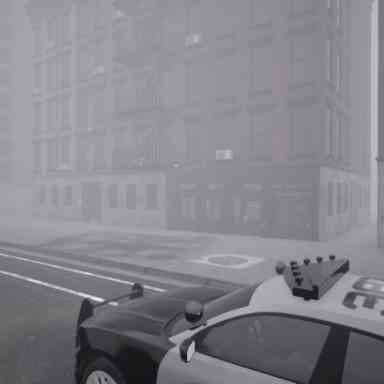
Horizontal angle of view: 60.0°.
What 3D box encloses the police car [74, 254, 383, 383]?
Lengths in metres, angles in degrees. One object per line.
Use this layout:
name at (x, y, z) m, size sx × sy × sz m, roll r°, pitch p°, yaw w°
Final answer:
police car at (0.966, 1.425, 2.871) m, size 5.238 × 1.638 × 1.930 m, roll 0°, pitch 0°, yaw 35°
